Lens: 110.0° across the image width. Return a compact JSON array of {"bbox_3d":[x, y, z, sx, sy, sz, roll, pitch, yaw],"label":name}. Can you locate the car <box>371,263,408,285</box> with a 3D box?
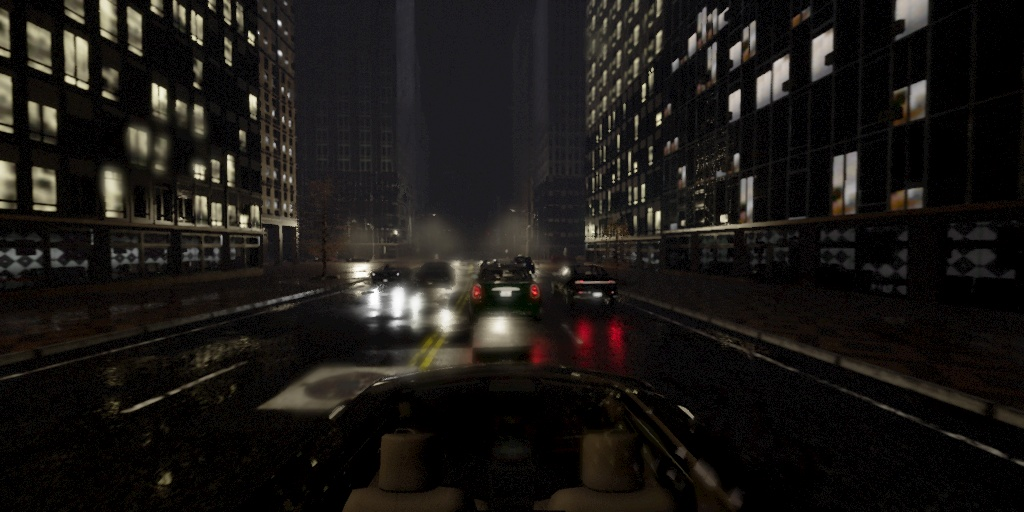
[{"bbox_3d":[-7.848,1.160,23.863,1.895,1.301,4.718,0,1,-6],"label":"car"}]

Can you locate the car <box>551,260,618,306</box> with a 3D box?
[{"bbox_3d":[2.838,1.110,14.904,2.128,1.511,4.902,0,1,-3],"label":"car"}]

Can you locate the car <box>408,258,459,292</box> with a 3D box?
[{"bbox_3d":[-4.263,1.061,20.238,1.882,1.535,5.008,0,1,-5],"label":"car"}]

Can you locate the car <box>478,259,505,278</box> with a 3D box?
[{"bbox_3d":[-1.834,1.022,30.801,2.033,1.411,5.357,0,1,-6],"label":"car"}]

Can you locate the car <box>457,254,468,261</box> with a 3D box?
[{"bbox_3d":[-8.389,0.323,60.697,2.128,1.511,4.902,0,1,-6],"label":"car"}]

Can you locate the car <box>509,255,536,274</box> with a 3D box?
[{"bbox_3d":[0.921,0.771,35.565,2.097,1.767,4.553,0,1,-6],"label":"car"}]

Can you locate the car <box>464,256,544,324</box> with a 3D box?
[{"bbox_3d":[-0.257,1.007,11.746,2.097,1.767,4.553,0,1,-3],"label":"car"}]
